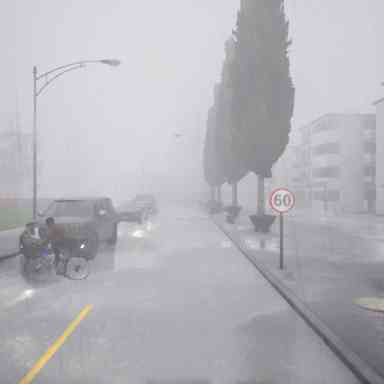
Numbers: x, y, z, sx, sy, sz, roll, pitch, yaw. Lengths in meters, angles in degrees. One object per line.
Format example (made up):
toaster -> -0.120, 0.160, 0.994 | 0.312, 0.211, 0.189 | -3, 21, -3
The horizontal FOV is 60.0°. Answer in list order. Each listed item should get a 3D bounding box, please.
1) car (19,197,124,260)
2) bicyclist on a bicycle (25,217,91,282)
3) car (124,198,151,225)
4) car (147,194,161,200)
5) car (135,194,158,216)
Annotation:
car -> -4.309, 1.221, 12.670 | 2.150, 2.045, 5.566 | 0, 0, -1
bicyclist on a bicycle -> -3.365, 1.453, 8.301 | 1.656, 1.620, 0.582 | -1, 0, -1
car -> -4.434, 1.478, 24.577 | 1.882, 1.535, 5.008 | 0, 0, -1
car -> -10.655, 1.412, 92.740 | 3.633, 1.501, 1.845 | 0, 0, -1
car -> -4.596, 1.221, 32.584 | 2.150, 2.045, 5.566 | 0, 0, 0
